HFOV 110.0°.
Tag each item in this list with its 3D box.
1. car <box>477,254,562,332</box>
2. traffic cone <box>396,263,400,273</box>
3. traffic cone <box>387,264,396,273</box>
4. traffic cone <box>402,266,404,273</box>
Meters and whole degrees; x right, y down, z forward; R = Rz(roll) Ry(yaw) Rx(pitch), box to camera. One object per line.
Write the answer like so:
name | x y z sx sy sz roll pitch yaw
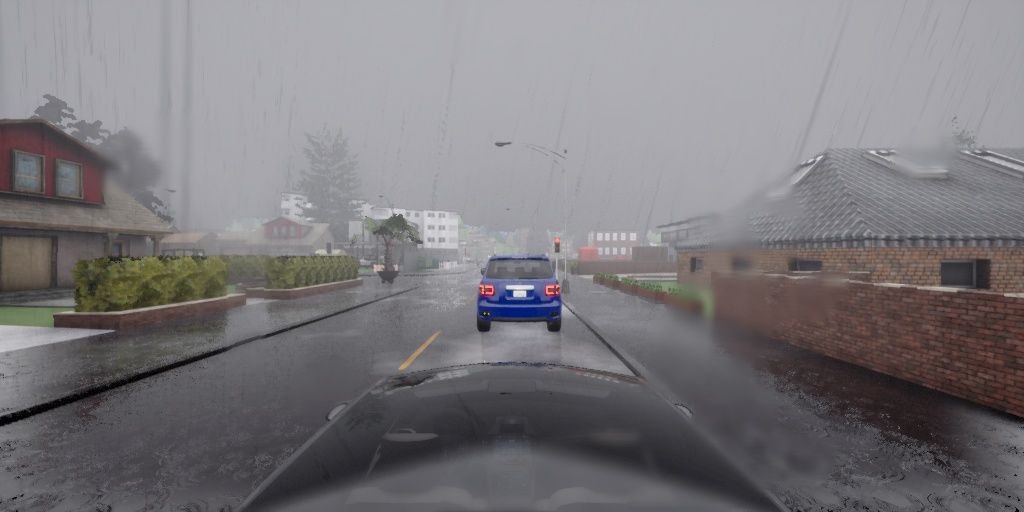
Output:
car | 0.185 0.971 11.005 2.150 2.045 5.566 0 0 0
traffic cone | -15.056 1.557 46.450 0.344 0.586 0.344 0 0 0
traffic cone | -15.421 1.561 45.883 0.344 0.586 0.344 0 0 0
traffic cone | -14.049 1.582 47.482 0.344 0.586 0.344 0 0 0
